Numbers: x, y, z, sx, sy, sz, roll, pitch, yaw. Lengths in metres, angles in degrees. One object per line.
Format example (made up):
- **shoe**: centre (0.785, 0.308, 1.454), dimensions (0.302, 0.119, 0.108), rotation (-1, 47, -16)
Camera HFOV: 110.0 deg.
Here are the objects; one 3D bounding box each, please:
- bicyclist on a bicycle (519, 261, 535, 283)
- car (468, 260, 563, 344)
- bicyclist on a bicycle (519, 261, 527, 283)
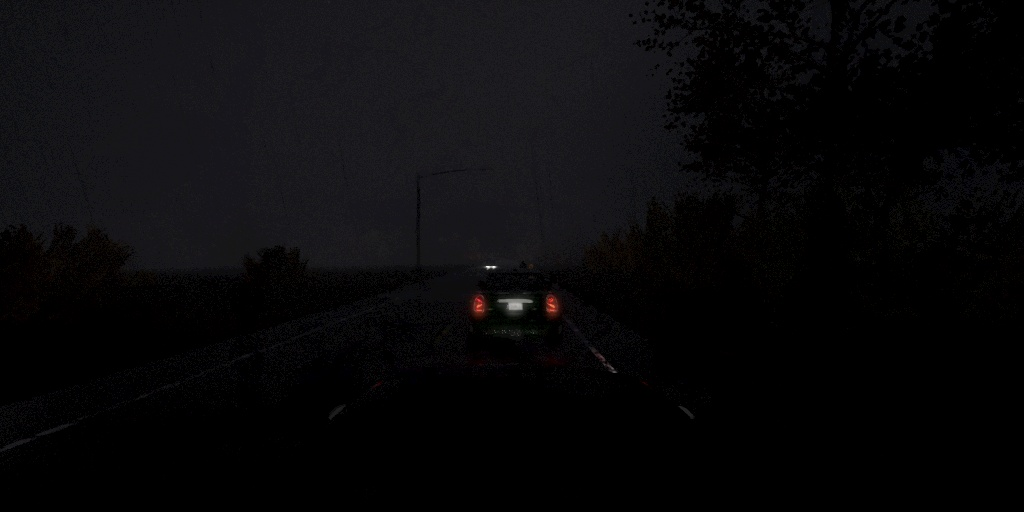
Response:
- **bicyclist on a bicycle**: centre (0.905, 1.181, 17.119), dimensions (0.866, 1.612, 1.509), rotation (0, 0, 0)
- **car**: centre (0.073, 1.099, 9.775), dimensions (2.097, 1.767, 4.553), rotation (0, 0, 0)
- **bicyclist on a bicycle**: centre (0.843, 1.193, 27.235), dimensions (0.582, 1.620, 1.656), rotation (0, 0, 0)
